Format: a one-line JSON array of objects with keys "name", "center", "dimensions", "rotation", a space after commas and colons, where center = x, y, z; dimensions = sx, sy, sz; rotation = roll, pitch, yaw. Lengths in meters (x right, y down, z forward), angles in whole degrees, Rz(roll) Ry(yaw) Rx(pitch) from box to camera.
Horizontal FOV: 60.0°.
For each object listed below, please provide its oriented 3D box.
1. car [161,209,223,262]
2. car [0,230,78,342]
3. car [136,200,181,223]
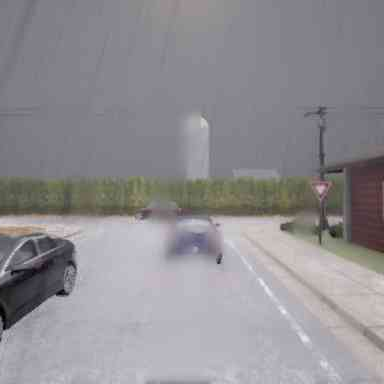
[{"name": "car", "center": [0.080, 1.566, 12.116], "dimensions": [1.812, 1.442, 4.674], "rotation": [0, 0, 0]}, {"name": "car", "center": [-3.587, 1.511, 5.914], "dimensions": [2.128, 1.511, 4.902], "rotation": [0, 0, 0]}, {"name": "car", "center": [-2.745, 1.463, 26.927], "dimensions": [2.097, 1.767, 4.553], "rotation": [0, 0, -36]}]
